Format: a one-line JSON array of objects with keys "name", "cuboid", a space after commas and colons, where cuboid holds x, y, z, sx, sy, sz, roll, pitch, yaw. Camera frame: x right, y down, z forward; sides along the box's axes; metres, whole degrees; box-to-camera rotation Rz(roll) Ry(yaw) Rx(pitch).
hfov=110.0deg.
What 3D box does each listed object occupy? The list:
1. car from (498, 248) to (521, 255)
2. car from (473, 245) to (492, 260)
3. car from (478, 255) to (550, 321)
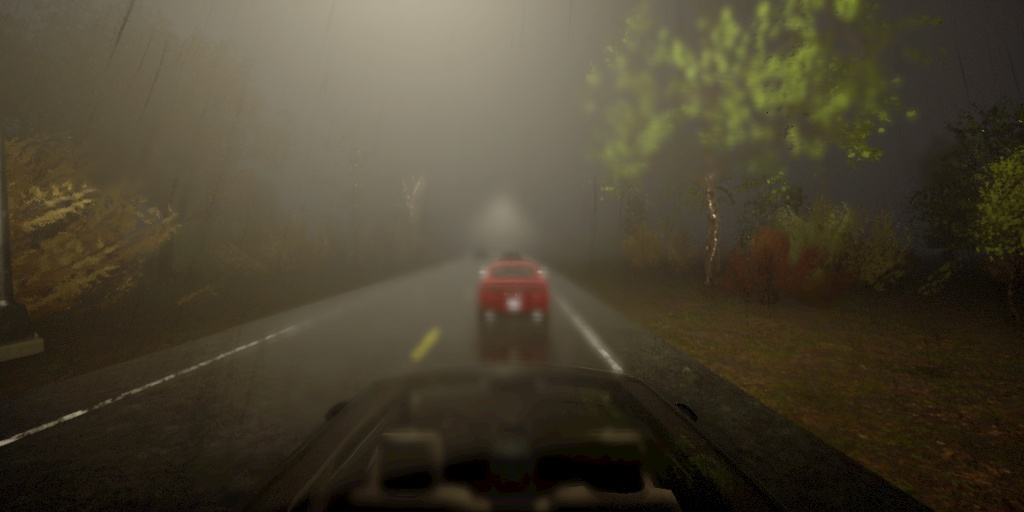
[{"name": "car", "cuboid": [-0.002, 0.280, 30.146, 1.837, 1.490, 4.892, 0, 2, 0]}, {"name": "car", "cuboid": [-3.860, -0.281, 45.344, 1.882, 1.535, 5.008, 0, 2, -2]}, {"name": "car", "cuboid": [0.055, 0.907, 11.052, 1.882, 1.535, 5.008, 0, 2, 0]}]
